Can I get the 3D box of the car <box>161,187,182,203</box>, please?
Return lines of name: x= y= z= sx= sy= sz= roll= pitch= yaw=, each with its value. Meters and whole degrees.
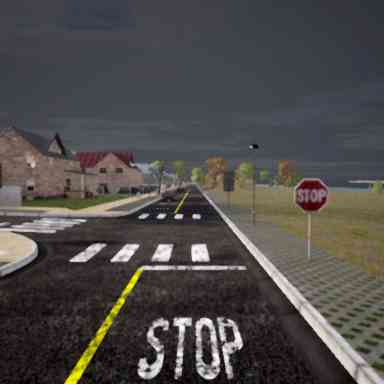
car: x=-2.548 y=0.467 z=39.080 sx=2.033 sy=1.411 sz=5.357 roll=0 pitch=2 yaw=0

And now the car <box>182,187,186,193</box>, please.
car: x=-2.375 y=-0.445 z=71.071 sx=1.994 sy=1.385 sz=4.181 roll=0 pitch=2 yaw=0
